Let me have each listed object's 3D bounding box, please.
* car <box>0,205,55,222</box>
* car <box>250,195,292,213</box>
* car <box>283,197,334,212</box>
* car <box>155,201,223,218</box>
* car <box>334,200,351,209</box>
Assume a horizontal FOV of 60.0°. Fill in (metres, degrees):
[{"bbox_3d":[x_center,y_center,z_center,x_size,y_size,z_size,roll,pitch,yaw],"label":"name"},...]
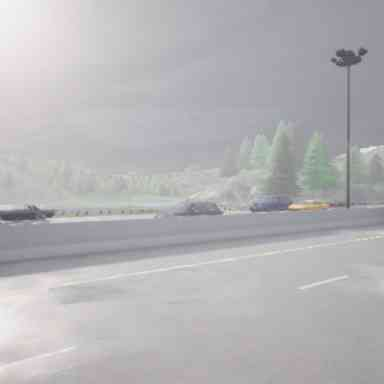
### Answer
[{"bbox_3d":[-12.931,1.614,24.860,4.718,1.301,1.895,0,0,-35],"label":"car"},{"bbox_3d":[8.748,1.328,36.002,5.566,2.045,2.150,0,0,-35],"label":"car"},{"bbox_3d":[11.927,1.590,33.960,5.008,1.535,1.882,0,0,-35],"label":"car"},{"bbox_3d":[-0.158,1.397,21.064,4.553,1.767,2.097,0,0,-35],"label":"car"},{"bbox_3d":[21.528,1.778,49.351,4.718,1.301,1.895,0,0,-35],"label":"car"}]
